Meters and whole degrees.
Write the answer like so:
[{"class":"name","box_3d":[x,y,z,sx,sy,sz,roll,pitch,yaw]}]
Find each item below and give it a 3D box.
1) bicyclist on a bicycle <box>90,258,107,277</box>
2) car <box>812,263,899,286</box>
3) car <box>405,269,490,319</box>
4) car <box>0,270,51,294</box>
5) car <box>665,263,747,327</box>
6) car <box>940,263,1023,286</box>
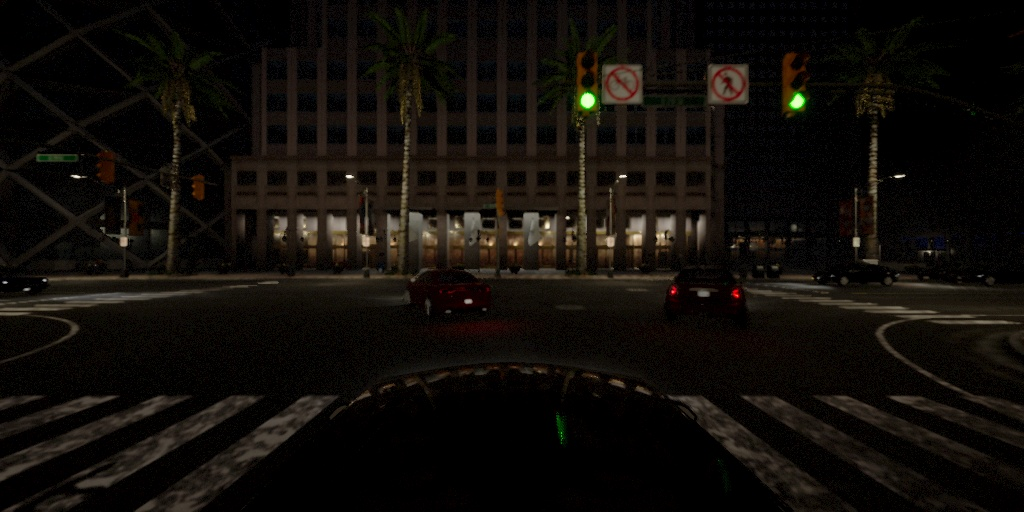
[{"class":"bicyclist on a bicycle","box_3d":[-35.646,0.972,30.922,0.582,1.620,1.656,0,0,-12]},{"class":"car","box_3d":[23.250,1.241,24.378,4.892,1.490,1.837,0,0,0]},{"class":"car","box_3d":[-2.487,1.208,12.964,1.882,1.535,5.008,1,0,-28]},{"class":"car","box_3d":[-25.673,1.303,17.259,4.718,1.301,1.895,0,0,-3]},{"class":"car","box_3d":[6.555,1.093,11.967,2.097,1.767,4.553,0,0,32]},{"class":"car","box_3d":[32.858,1.223,24.312,5.008,1.535,1.882,0,0,0]}]
